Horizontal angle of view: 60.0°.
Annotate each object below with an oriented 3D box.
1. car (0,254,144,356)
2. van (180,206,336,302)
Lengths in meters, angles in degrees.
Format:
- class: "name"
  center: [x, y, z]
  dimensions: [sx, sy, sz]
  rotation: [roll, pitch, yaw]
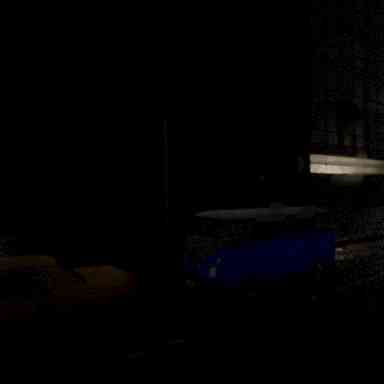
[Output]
- class: "car"
  center: [-3.063, 1.524, 4.464]
  dimensions: [4.829, 1.417, 1.752]
  rotation: [-1, 1, -35]
- class: "van"
  center: [1.657, 1.263, 7.795]
  dimensions: [3.998, 1.788, 1.690]
  rotation: [-1, 1, -35]
